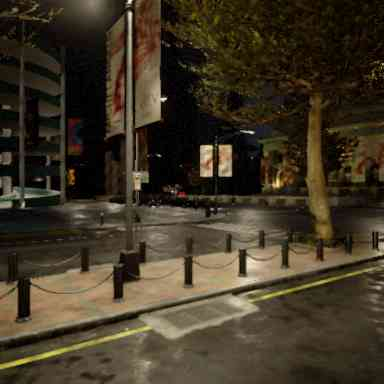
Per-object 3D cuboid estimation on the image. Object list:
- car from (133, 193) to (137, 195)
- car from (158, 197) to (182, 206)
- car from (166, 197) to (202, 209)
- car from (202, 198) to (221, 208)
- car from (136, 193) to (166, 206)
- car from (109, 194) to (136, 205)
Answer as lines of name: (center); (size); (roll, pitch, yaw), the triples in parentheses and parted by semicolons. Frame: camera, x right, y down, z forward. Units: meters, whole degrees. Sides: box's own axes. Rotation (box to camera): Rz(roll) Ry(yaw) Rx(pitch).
car: (-10.455, 1.277, 64.668); (5.566, 2.045, 2.150); (0, 0, 45)
car: (-3.740, 1.583, 56.377); (1.812, 1.442, 4.674); (0, 0, -36)
car: (-1.212, 1.528, 46.900); (1.882, 1.535, 5.008); (0, 0, -35)
car: (1.846, 1.604, 48.652); (2.033, 1.411, 5.357); (0, 0, -35)
car: (-6.656, 1.402, 54.411); (2.097, 1.767, 4.553); (0, 0, -37)
car: (-13.471, 1.596, 62.508); (5.357, 1.411, 2.033); (0, 0, 43)
